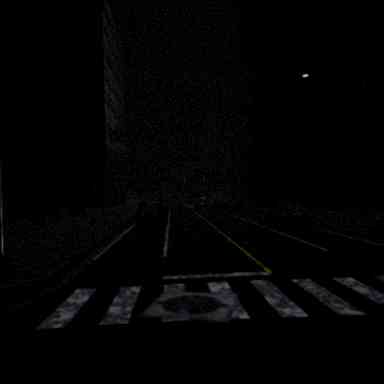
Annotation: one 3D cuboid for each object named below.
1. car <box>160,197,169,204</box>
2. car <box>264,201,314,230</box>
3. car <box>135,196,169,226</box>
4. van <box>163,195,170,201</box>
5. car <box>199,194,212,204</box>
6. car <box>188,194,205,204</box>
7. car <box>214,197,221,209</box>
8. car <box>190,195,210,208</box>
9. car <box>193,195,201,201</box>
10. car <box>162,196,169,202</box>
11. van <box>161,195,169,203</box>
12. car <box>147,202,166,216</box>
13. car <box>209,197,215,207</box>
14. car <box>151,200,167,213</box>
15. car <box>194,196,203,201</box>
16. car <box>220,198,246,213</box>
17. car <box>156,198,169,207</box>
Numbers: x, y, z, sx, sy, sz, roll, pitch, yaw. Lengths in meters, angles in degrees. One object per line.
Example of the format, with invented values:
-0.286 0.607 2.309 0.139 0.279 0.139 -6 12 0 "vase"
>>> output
-6.107 1.874 74.050 1.947 1.339 4.313 -2 0 -4 "car"
5.745 1.347 20.304 1.967 1.590 4.097 -2 0 -4 "car"
-3.099 1.479 25.206 2.192 1.841 5.009 -2 0 -4 "car"
-4.773 1.582 52.342 1.690 1.788 3.998 -2 0 -4 "van"
2.726 1.363 69.149 2.192 1.841 5.009 -2 0 -4 "car"
0.530 1.323 61.663 2.150 2.045 5.566 -2 0 -4 "car"
4.408 1.512 42.013 1.887 1.381 4.507 -2 0 -4 "car"
1.304 1.628 49.192 1.994 1.385 4.181 -2 0 -4 "car"
1.390 1.559 90.857 1.967 1.590 4.097 -2 0 -4 "car"
-6.767 1.868 84.735 1.752 1.417 4.829 -2 0 -4 "car"
-6.448 1.666 79.478 1.690 1.788 3.998 -2 0 -4 "van"
-3.761 1.776 36.060 1.802 1.307 4.206 -2 0 -4 "car"
4.073 1.527 47.440 1.887 1.381 4.507 -2 0 -4 "car"
-4.087 1.734 41.318 1.752 1.417 4.829 -2 0 -4 "car"
1.728 1.645 85.431 1.887 1.381 4.507 -2 0 -4 "car"
4.743 1.502 36.585 2.008 1.369 4.403 -2 0 -4 "car"
-5.102 1.808 57.769 2.008 1.369 4.403 -2 0 -4 "car"
